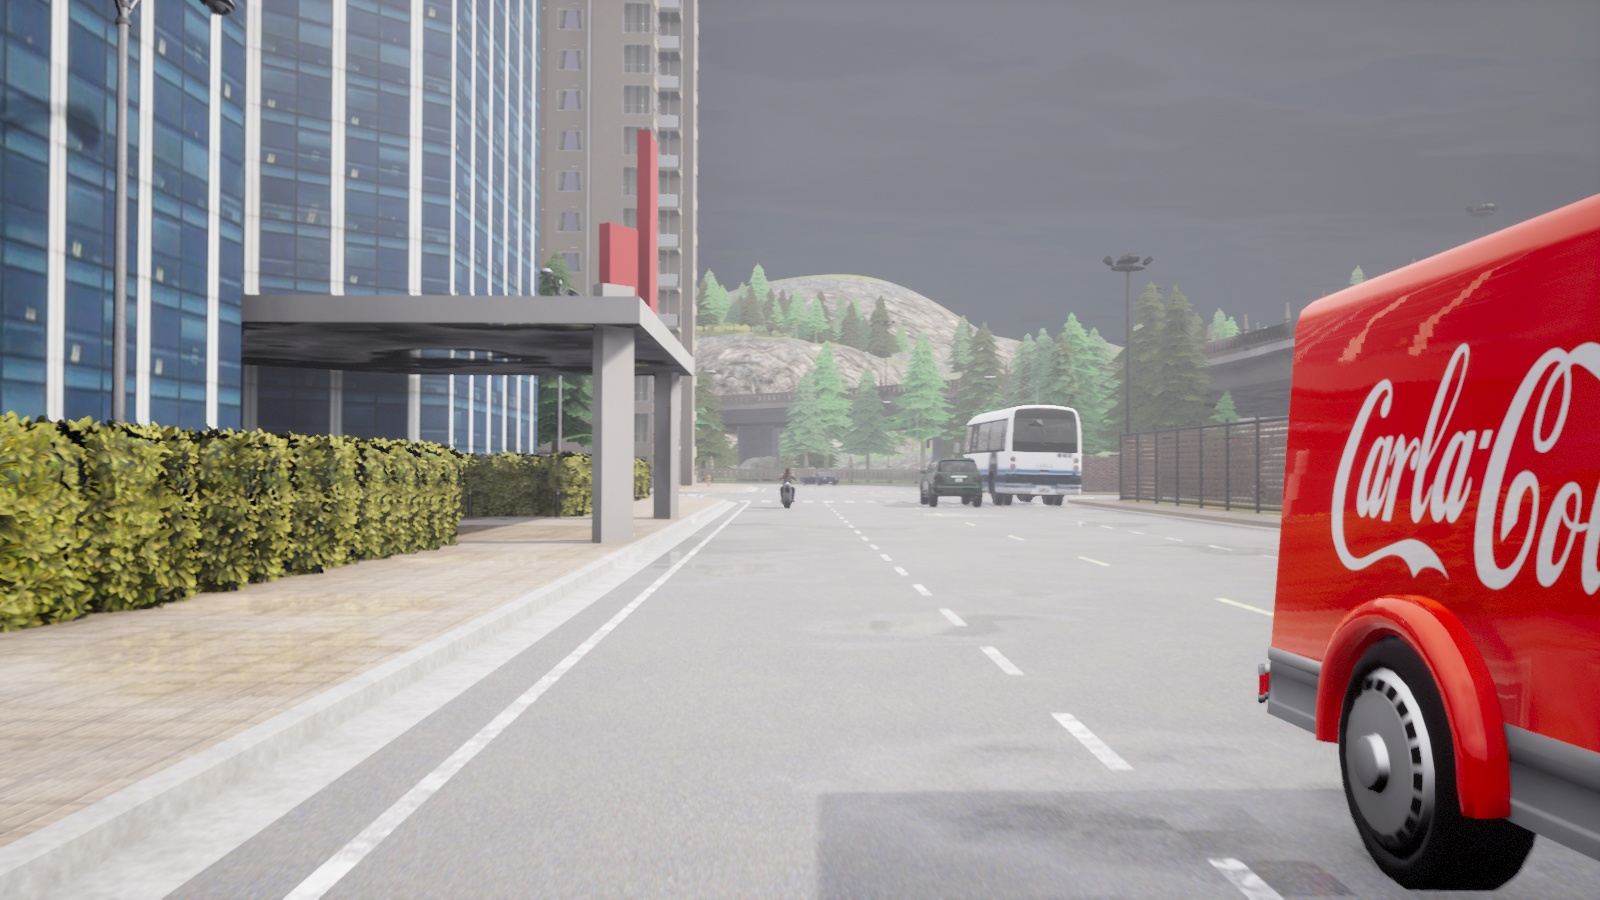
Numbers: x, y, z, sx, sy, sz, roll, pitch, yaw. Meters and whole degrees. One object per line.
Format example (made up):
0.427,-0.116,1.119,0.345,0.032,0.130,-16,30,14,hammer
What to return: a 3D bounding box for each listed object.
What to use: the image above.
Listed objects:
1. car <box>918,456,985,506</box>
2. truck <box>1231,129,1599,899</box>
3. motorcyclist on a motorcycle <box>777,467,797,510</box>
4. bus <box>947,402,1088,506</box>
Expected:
6.445,1.317,53.980,2.150,2.045,5.566,0,-1,-1,car
3.463,0.372,3.555,2.627,2.467,5.204,0,-2,-1,truck
-0.505,1.514,49.586,0.766,1.649,2.350,0,-1,0,motorcyclist on a motorcycle
9.724,0.262,57.643,3.944,4.253,10.273,1,-1,-4,bus
